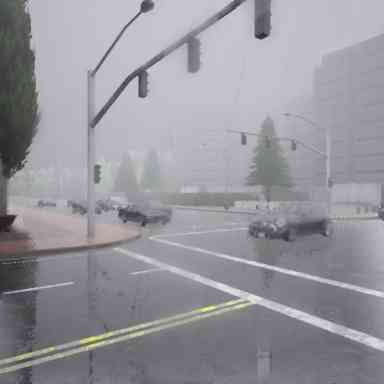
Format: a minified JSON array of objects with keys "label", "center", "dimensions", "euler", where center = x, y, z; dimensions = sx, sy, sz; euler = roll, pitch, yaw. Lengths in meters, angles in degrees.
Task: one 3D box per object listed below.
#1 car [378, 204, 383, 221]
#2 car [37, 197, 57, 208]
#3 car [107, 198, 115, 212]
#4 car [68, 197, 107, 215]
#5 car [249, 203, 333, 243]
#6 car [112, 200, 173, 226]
[{"label":"car","center":[16.959,1.219,26.082],"dimensions":[5.566,2.045,2.150],"euler":[0,0,-32]},{"label":"car","center":[-21.021,1.524,48.142],"dimensions":[1.812,1.442,4.674],"euler":[0,0,-35]},{"label":"car","center":[-9.676,1.490,38.262],"dimensions":[2.128,1.511,4.902],"euler":[0,0,-36]},{"label":"car","center":[-10.692,1.502,33.666],"dimensions":[1.837,1.490,4.892],"euler":[0,0,-36]},{"label":"car","center":[4.889,1.350,16.322],"dimensions":[4.553,1.767,2.097],"euler":[0,0,-38]},{"label":"car","center":[-3.532,1.547,23.633],"dimensions":[2.033,1.411,5.357],"euler":[0,0,-34]}]
